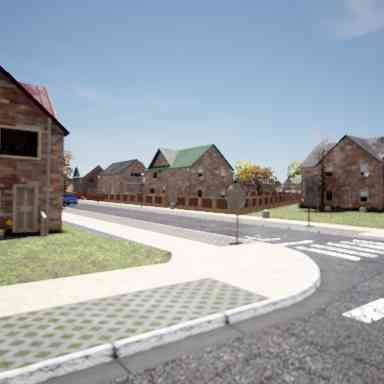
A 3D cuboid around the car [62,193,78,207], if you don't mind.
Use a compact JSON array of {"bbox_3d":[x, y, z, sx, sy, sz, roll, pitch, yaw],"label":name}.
[{"bbox_3d":[-15.643,0.919,41.213,1.882,1.535,5.008,2,0,-36],"label":"car"}]
